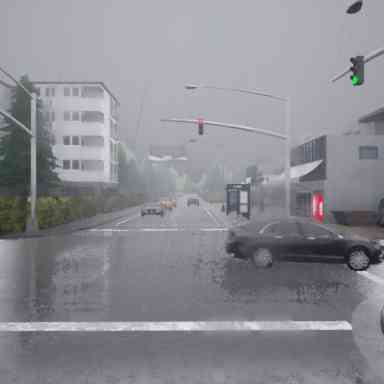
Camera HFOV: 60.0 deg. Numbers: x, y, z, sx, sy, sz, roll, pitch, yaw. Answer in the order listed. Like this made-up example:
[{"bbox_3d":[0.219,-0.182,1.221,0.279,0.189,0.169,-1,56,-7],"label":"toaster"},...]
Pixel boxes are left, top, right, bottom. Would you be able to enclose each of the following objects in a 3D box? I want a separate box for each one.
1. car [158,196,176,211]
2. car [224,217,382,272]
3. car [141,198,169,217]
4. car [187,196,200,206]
[{"bbox_3d":[-3.497,1.352,40.733,2.097,1.767,4.553,0,0,0],"label":"car"},{"bbox_3d":[3.502,1.598,10.800,4.892,1.490,1.837,1,0,0],"label":"car"},{"bbox_3d":[-3.527,1.564,31.031,1.994,1.385,4.181,0,0,0],"label":"car"},{"bbox_3d":[0.242,1.505,54.202,1.837,1.490,4.892,0,0,1],"label":"car"}]
